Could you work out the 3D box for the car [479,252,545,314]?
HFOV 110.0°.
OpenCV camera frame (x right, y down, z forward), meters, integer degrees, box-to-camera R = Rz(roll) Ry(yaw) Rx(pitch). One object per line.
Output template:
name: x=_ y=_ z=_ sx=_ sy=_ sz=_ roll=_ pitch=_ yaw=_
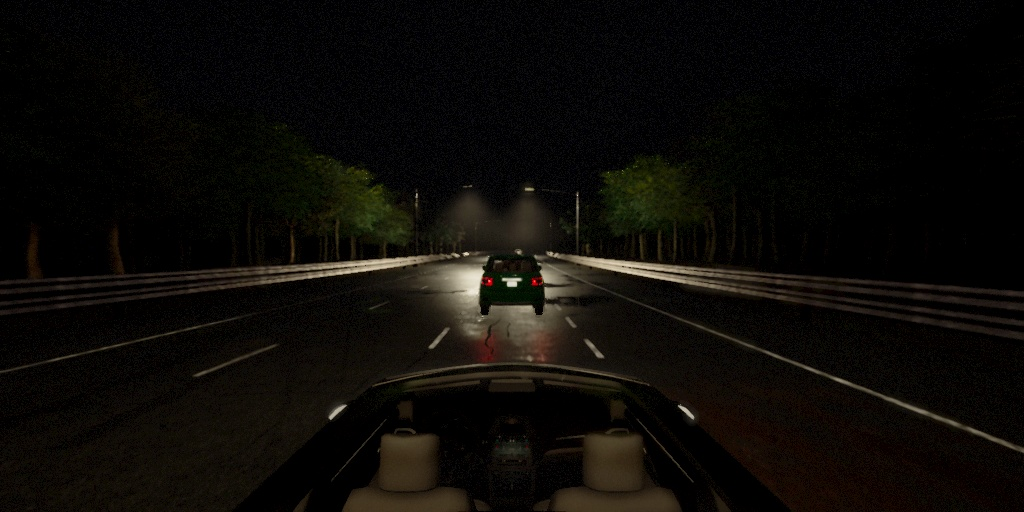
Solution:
car: x=0.000 y=0.950 z=13.765 sx=2.150 sy=2.045 sz=5.566 roll=0 pitch=0 yaw=0
